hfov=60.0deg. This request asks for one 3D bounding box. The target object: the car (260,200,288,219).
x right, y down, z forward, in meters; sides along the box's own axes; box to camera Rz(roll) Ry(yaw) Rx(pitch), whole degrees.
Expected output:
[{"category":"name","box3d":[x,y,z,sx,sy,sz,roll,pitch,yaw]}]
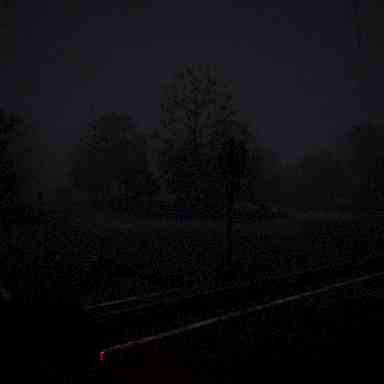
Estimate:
[{"category":"car","box3d":[6.882,1.582,31.553,2.185,1.767,4.553,1,-1,-36]}]

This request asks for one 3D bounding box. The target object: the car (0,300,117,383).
[{"category":"car","box3d":[-2.818,1.492,1.667,4.902,1.511,2.128,0,0,-36]}]

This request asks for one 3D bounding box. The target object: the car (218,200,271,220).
[{"category":"car","box3d":[4.341,1.700,29.653,2.002,1.452,4.674,1,-1,-36]}]

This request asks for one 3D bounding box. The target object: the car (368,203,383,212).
[{"category":"car","box3d":[26.716,2.129,45.645,2.002,1.452,4.674,1,-1,-35]}]
